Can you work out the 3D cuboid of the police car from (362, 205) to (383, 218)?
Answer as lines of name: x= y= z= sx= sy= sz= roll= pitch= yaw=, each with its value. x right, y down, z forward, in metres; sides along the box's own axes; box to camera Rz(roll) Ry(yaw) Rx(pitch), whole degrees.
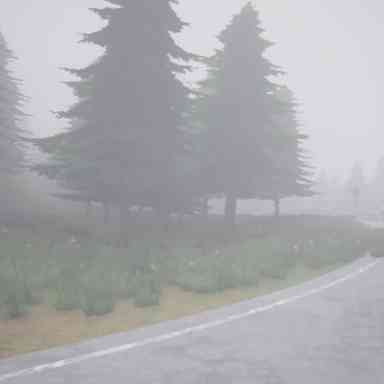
police car: x=18.635 y=2.180 z=33.100 sx=1.930 sy=1.638 sz=5.238 roll=5 pitch=-4 yaw=-5
